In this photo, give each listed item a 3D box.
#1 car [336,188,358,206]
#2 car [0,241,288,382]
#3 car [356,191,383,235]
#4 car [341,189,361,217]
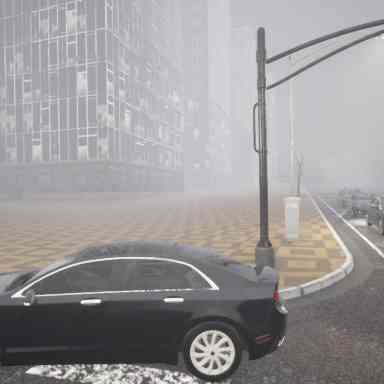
[{"bbox_3d":[12.855,0.454,26.870,2.128,1.511,4.902,-1,2,18],"label":"car"},{"bbox_3d":[-1.153,1.505,4.795,4.892,1.490,1.837,0,0,0],"label":"car"},{"bbox_3d":[8.882,0.928,14.489,2.128,1.511,4.902,-1,2,18],"label":"car"},{"bbox_3d":[10.895,0.759,20.794,1.994,1.385,4.181,-1,2,17],"label":"car"}]
